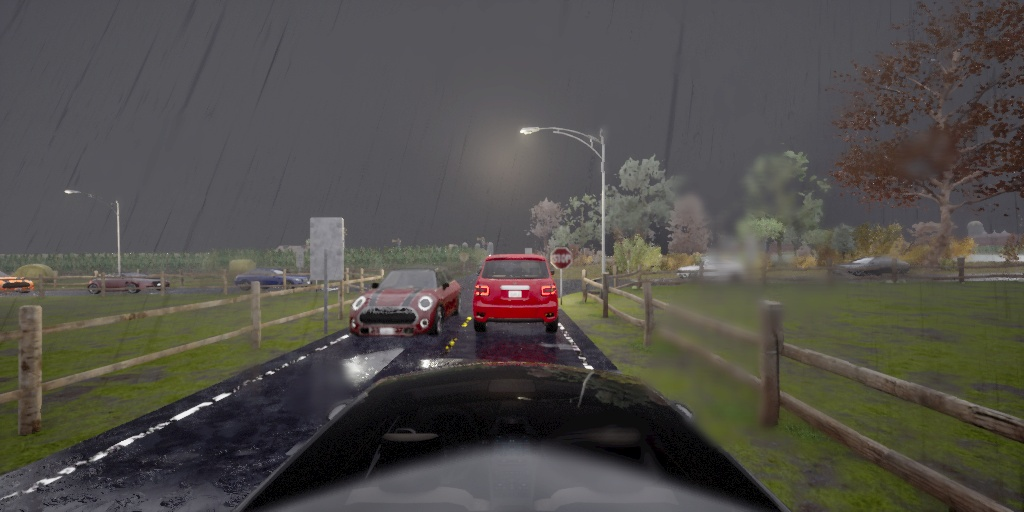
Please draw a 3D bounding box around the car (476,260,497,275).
[{"bbox_3d":[-2.802,1.274,40.534,2.128,1.511,4.902,0,0,0],"label":"car"}]

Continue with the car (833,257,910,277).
[{"bbox_3d":[26.086,0.800,26.142,4.674,1.442,1.812,-1,0,1],"label":"car"}]

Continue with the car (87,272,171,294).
[{"bbox_3d":[-25.782,1.780,24.203,4.181,1.385,1.994,-1,0,1],"label":"car"}]

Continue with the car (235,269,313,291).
[{"bbox_3d":[-15.864,1.557,23.968,4.674,1.442,1.812,-1,0,3],"label":"car"}]

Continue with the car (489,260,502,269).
[{"bbox_3d":[-2.758,1.363,61.058,2.033,1.411,5.357,0,0,1],"label":"car"}]

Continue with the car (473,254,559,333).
[{"bbox_3d":[0.150,0.973,10.942,2.150,2.045,5.566,0,0,2],"label":"car"}]

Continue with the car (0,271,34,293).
[{"bbox_3d":[-35.803,1.759,24.406,4.553,1.767,2.097,-1,0,1],"label":"car"}]

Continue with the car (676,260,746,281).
[{"bbox_3d":[14.566,1.001,26.367,4.674,1.442,1.812,-1,0,1],"label":"car"}]

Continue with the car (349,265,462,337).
[{"bbox_3d":[-2.783,1.103,10.323,2.097,1.767,4.553,0,0,1],"label":"car"}]
